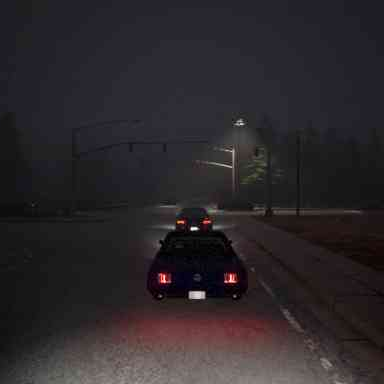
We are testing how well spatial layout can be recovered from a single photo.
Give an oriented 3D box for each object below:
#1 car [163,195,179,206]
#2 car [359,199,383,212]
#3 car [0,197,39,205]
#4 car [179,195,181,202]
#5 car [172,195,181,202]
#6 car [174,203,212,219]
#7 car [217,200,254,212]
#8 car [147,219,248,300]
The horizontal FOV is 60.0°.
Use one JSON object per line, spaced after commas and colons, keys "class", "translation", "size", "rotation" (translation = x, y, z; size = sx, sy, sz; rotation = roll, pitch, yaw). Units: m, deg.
{"class": "car", "translation": [-3.591, 1.528, 54.541], "size": [1.994, 1.385, 4.181], "rotation": [0, 0, 0]}
{"class": "car", "translation": [21.541, 1.518, 37.966], "size": [4.674, 1.442, 1.812], "rotation": [0, 0, 1]}
{"class": "car", "translation": [-18.340, 1.363, 34.988], "size": [4.553, 1.767, 2.097], "rotation": [0, 0, 1]}
{"class": "car", "translation": [-3.547, 1.522, 63.809], "size": [1.994, 1.385, 4.181], "rotation": [0, 0, 1]}
{"class": "car", "translation": [-3.418, 1.429, 74.114], "size": [1.882, 1.535, 5.008], "rotation": [0, 0, 1]}
{"class": "car", "translation": [0.100, 1.512, 17.354], "size": [1.812, 1.442, 4.674], "rotation": [0, 0, 0]}
{"class": "car", "translation": [5.004, 1.558, 38.267], "size": [4.181, 1.385, 1.994], "rotation": [0, 0, 1]}
{"class": "car", "translation": [0.099, 1.596, 8.299], "size": [1.895, 1.301, 4.718], "rotation": [0, 0, 0]}
